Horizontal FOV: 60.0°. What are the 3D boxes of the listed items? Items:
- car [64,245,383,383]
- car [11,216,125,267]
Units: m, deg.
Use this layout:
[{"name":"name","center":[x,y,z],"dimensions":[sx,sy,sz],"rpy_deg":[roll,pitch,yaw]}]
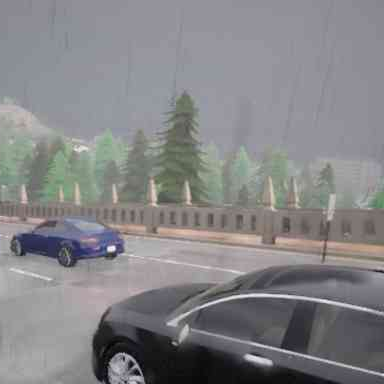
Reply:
[{"name":"car","center":[1.054,1.507,3.241],"dimensions":[4.892,1.490,1.837],"rpy_deg":[0,0,35]},{"name":"car","center":[-4.301,1.553,11.359],"dimensions":[4.674,1.442,1.812],"rpy_deg":[0,0,36]}]
